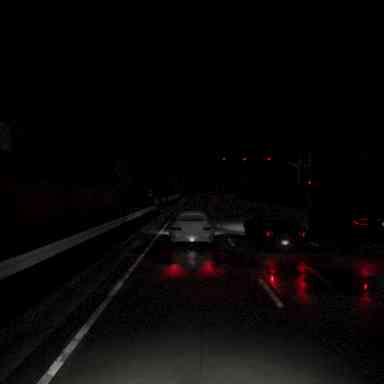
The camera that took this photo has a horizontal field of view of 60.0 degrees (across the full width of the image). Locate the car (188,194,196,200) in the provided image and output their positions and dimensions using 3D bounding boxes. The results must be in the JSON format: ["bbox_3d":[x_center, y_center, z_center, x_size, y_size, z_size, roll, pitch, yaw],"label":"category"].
[{"bbox_3d":[0.000,1.423,91.072,2.033,1.411,5.357,0,0,0],"label":"car"}]

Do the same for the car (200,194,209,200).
[{"bbox_3d":[3.500,1.256,91.458,2.097,1.767,4.553,0,0,0],"label":"car"}]

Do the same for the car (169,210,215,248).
[{"bbox_3d":[0.000,1.530,14.650,1.812,1.442,4.674,0,0,0],"label":"car"}]

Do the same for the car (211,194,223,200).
[{"bbox_3d":[7.000,1.256,91.458,2.097,1.767,4.553,0,0,0],"label":"car"}]

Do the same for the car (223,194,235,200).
[{"bbox_3d":[10.500,1.361,91.072,1.882,1.535,5.008,0,0,0],"label":"car"}]

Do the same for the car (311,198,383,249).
[{"bbox_3d":[7.000,1.255,14.680,2.150,2.045,5.566,0,0,0],"label":"car"}]

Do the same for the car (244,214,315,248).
[{"bbox_3d":[3.500,1.613,14.680,1.895,1.301,4.718,0,0,0],"label":"car"}]
